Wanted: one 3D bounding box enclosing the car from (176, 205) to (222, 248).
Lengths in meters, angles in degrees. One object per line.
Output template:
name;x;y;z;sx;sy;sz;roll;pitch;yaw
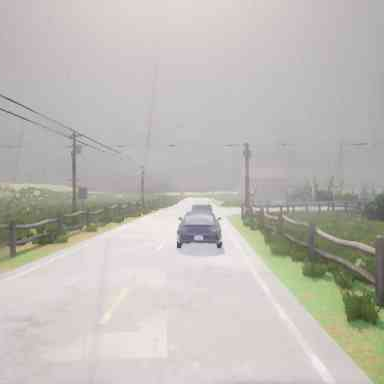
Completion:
car;0.340;1.530;14.569;1.812;1.442;4.674;0;0;2

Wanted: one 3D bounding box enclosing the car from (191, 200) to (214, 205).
car;0.913;1.492;29.558;2.128;1.511;4.902;0;0;2
